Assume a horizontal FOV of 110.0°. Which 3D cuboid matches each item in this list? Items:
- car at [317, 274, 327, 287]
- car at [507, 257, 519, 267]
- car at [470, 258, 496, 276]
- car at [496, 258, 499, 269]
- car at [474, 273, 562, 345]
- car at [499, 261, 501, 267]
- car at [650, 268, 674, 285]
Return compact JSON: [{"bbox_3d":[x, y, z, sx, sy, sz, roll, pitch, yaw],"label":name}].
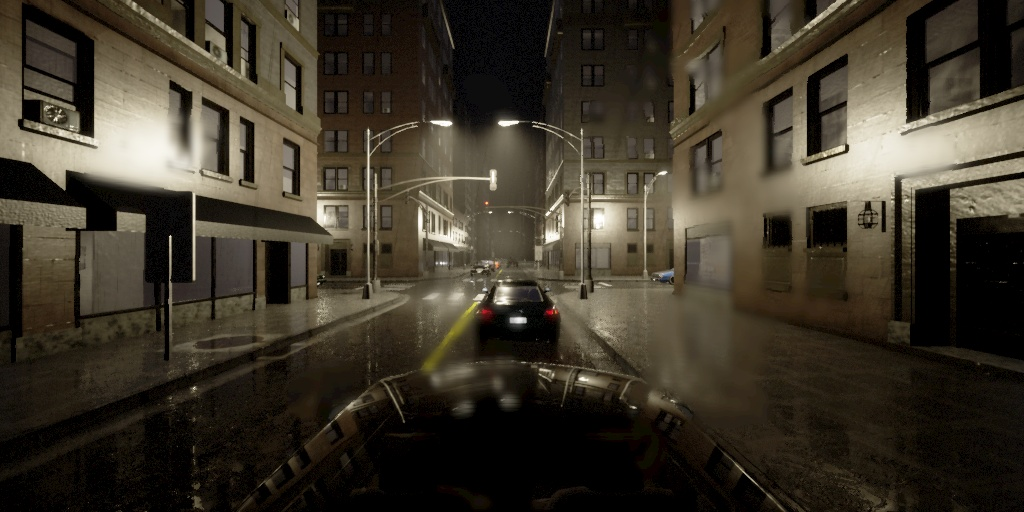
[{"bbox_3d":[-14.016,1.387,21.877,4.718,1.301,1.895,0,0,0],"label":"car"},{"bbox_3d":[0.133,1.237,64.373,1.837,1.490,4.892,0,0,0],"label":"car"},{"bbox_3d":[-3.079,1.240,36.326,2.128,1.511,4.902,0,0,0],"label":"car"},{"bbox_3d":[-3.078,1.294,46.068,2.033,1.411,5.357,0,0,0],"label":"car"},{"bbox_3d":[0.118,1.314,9.497,1.994,1.385,4.181,0,0,-1],"label":"car"},{"bbox_3d":[-3.060,1.093,55.850,2.097,1.767,4.553,0,0,-1],"label":"car"},{"bbox_3d":[12.626,1.261,25.150,5.357,1.411,2.033,0,0,0],"label":"car"}]
